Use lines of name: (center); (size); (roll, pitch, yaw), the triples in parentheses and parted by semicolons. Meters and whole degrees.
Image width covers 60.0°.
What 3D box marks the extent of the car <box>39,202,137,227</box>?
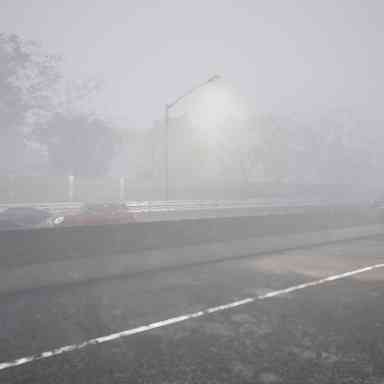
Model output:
car: (-5.219, 1.325, 17.459); (4.553, 1.767, 2.097); (0, 0, -35)

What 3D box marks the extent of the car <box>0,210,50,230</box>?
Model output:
car: (-7.469, 1.551, 11.565); (4.181, 1.385, 1.994); (0, 0, -35)

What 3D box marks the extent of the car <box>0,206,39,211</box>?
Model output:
car: (-9.902, 1.503, 18.441); (4.674, 1.442, 1.812); (0, 0, -35)

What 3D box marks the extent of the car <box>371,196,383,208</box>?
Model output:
car: (25.325, 1.245, 43.429); (4.553, 1.767, 2.097); (0, 0, -35)
